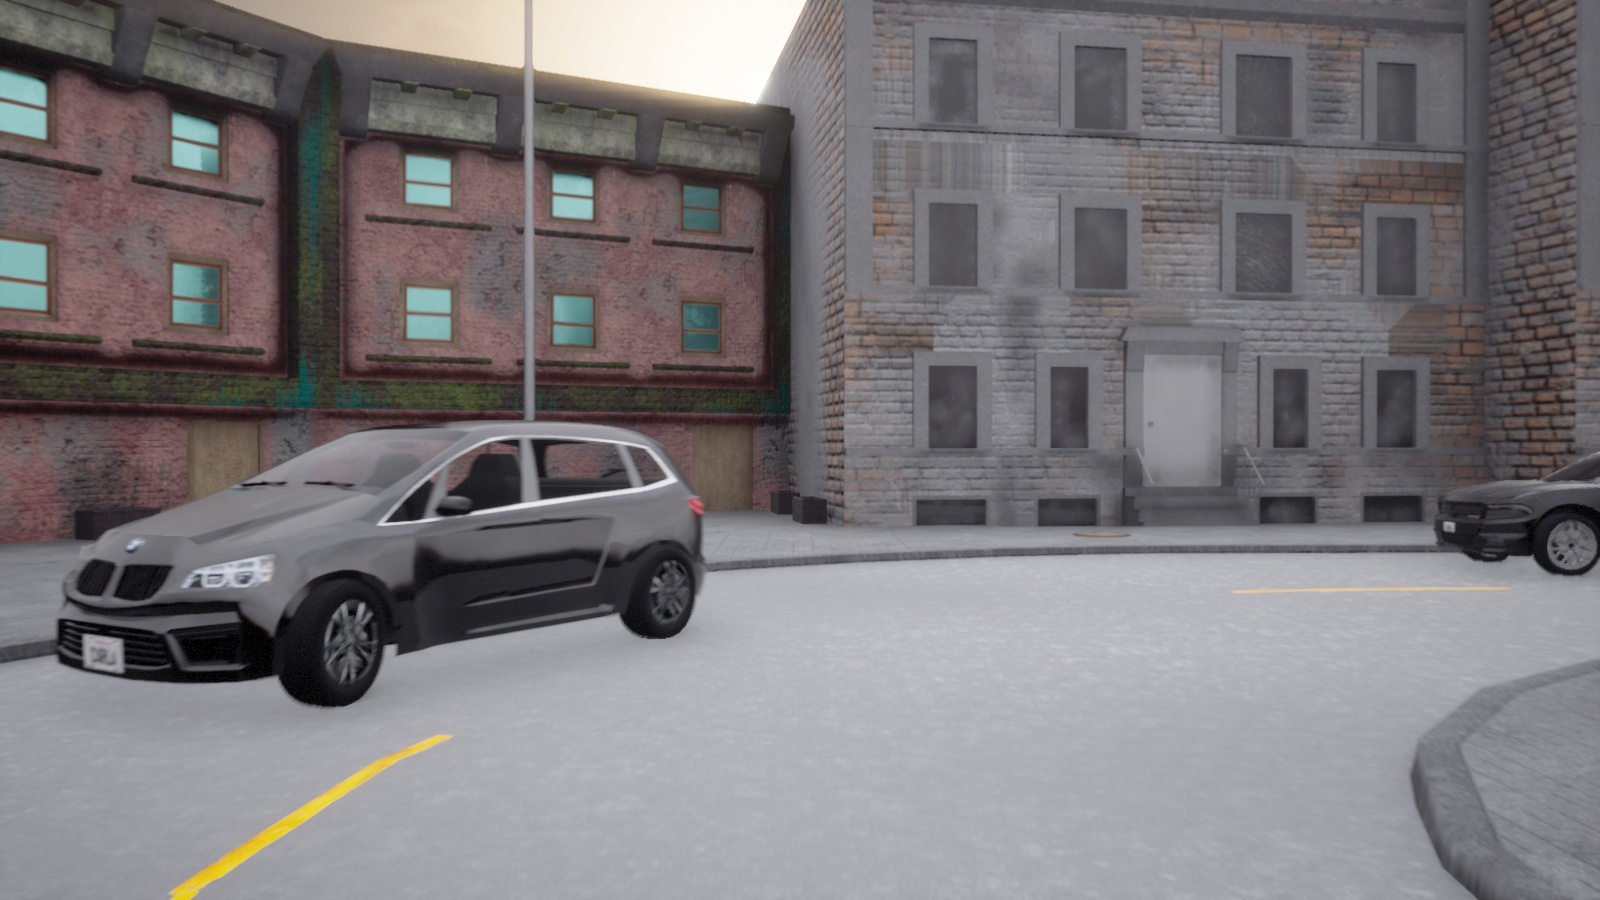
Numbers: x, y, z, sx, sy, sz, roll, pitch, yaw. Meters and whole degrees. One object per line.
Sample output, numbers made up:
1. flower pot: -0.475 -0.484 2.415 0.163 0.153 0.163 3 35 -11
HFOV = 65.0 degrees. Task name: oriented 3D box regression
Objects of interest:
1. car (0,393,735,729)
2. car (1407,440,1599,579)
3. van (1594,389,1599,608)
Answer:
1. car: -2.705 0.541 8.788 2.242 1.667 4.611 0 0 32
2. car: 10.081 0.649 14.735 5.008 1.535 1.882 0 0 0
3. van: 9.527 0.446 10.713 4.442 1.987 1.775 0 0 -3
